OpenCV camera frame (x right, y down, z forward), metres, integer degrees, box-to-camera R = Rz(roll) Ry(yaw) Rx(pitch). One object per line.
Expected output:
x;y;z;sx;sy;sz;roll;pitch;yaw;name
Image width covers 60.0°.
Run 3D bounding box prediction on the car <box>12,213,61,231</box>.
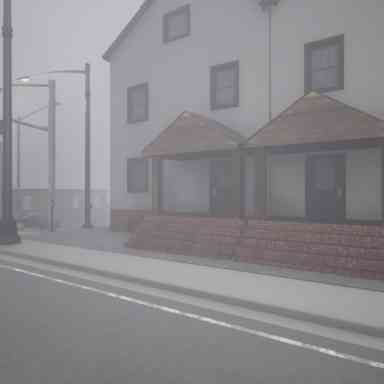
-13.813;2.564;28.809;1.837;1.490;4.892;0;-9;36;car
